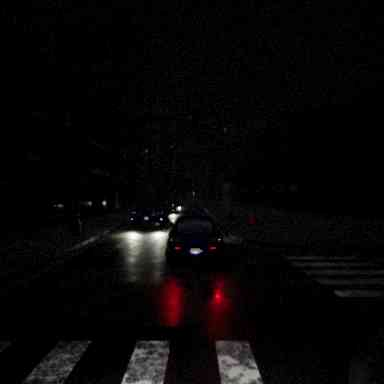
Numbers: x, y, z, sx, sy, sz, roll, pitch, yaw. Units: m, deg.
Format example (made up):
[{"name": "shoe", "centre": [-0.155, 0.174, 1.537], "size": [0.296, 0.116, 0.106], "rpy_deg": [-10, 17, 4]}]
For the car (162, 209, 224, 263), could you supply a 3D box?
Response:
[{"name": "car", "centre": [0.099, 1.561, 12.011], "size": [1.812, 1.442, 4.674], "rpy_deg": [0, 0, 0]}]

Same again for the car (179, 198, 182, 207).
[{"name": "car", "centre": [-2.762, 1.764, 56.407], "size": [1.837, 1.490, 4.892], "rpy_deg": [0, -1, 0]}]

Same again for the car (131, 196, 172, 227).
[{"name": "car", "centre": [-2.842, 1.294, 23.479], "size": [2.150, 2.045, 5.566], "rpy_deg": [0, 0, 0]}]

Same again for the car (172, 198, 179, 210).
[{"name": "car", "centre": [-2.843, 1.481, 37.259], "size": [2.097, 1.767, 4.553], "rpy_deg": [0, 0, -1]}]
